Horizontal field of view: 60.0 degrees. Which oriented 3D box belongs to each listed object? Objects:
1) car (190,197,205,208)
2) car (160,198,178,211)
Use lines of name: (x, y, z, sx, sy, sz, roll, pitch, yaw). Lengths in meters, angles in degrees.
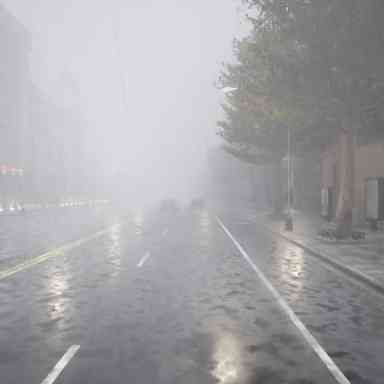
car: (0.740, 1.505, 47.427, 1.837, 1.490, 4.892, 0, 0, 1)
car: (-2.841, 1.504, 41.318, 1.837, 1.490, 4.892, 0, 0, 1)
